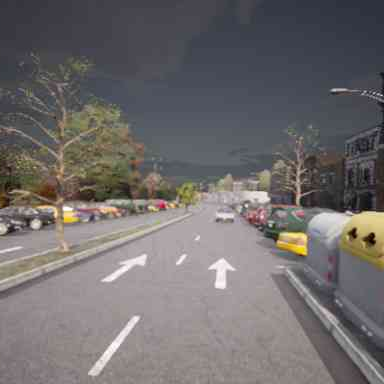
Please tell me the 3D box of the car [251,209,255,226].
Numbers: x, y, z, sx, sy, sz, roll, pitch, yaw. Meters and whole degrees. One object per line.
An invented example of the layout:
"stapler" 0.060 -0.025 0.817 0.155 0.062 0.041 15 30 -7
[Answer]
"car" 6.981 2.255 22.778 5.008 1.535 2.097 3 -1 -14

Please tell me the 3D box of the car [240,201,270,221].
"car" 7.874 2.235 31.752 5.566 2.045 2.435 3 -1 -14

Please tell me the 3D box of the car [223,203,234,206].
"car" 4.878 2.778 49.291 1.882 1.535 5.008 2 -1 6

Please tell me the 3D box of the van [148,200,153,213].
"van" -8.530 2.136 49.399 4.442 1.987 1.878 1 -2 -14

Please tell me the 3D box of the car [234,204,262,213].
"car" 11.391 3.412 67.677 5.008 1.535 2.097 3 -1 -15

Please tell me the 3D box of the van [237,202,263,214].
"van" 10.726 3.028 61.650 4.442 1.987 1.878 3 -1 -15

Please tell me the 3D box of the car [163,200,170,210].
"car" -7.515 2.414 61.200 5.566 2.045 2.435 1 -1 -14

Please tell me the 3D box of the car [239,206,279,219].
"car" 9.368 2.874 46.711 5.008 1.535 2.097 3 -1 -14

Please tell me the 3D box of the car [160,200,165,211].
"car" -7.754 2.620 58.254 4.792 1.488 2.163 1 -2 -14

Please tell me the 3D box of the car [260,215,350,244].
"car" 6.667 2.213 19.769 4.674 1.452 2.002 3 -1 -14

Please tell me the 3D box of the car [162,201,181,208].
"car" -5.494 3.216 87.801 4.553 1.767 2.185 1 -2 -17

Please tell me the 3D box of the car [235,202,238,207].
"car" 9.107 2.547 43.740 5.566 2.045 2.435 3 -2 -14

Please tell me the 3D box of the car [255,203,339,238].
"car" 6.397 1.838 16.789 5.566 2.045 2.435 3 -2 -14

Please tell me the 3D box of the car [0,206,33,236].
"car" -11.732 1.546 18.092 4.892 1.521 2.231 1 -2 -14

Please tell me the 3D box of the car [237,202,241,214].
"car" 8.467 2.389 37.735 5.566 2.045 2.435 3 -1 -14

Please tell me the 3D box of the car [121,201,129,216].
"car" -9.807 2.091 37.515 4.674 1.452 2.002 1 -2 -14

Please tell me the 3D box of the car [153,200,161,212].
"car" -8.176 2.437 52.370 5.366 1.575 1.946 2 -2 -14

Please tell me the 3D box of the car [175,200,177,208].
"car" -6.434 2.971 73.028 5.008 1.535 2.097 1 -1 -15

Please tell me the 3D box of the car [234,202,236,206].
"car" 9.696 2.701 49.718 5.566 2.045 2.435 3 -2 -14

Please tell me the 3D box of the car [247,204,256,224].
"car" 7.561 2.283 28.770 4.553 1.767 2.185 3 -2 -14

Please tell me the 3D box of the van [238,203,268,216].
"van" 10.147 2.874 55.655 4.442 1.987 1.878 3 -1 -14

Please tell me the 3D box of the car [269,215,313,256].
"car" 6.233 2.001 13.811 5.366 1.575 1.946 3 -2 -14

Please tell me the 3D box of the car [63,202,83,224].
"car" -11.234 1.714 24.792 5.366 1.575 1.946 1 -1 -14

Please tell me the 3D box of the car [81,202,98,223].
"car" -10.696 1.840 28.229 4.792 1.488 2.163 1 -2 -14

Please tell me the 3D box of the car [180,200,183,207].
"car" -5.618 3.268 84.846 5.008 1.535 2.097 1 -1 -16

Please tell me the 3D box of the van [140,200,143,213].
"van" -9.106 1.982 43.473 4.442 1.987 1.878 1 -2 -14

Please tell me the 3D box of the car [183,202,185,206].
"car" -5.498 3.407 90.702 5.366 1.575 1.946 1 -1 -17

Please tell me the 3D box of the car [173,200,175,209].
"car" -6.655 2.770 70.084 4.553 1.767 2.185 1 -1 -15

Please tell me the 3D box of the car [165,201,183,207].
"car" -5.164 3.361 93.728 4.553 1.767 2.185 1 -1 -17

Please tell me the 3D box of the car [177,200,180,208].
"car" -6.032 3.149 78.922 4.792 1.488 2.163 1 -1 -16

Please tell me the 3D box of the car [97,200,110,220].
"car" -10.416 1.771 31.590 4.553 1.767 2.185 1 -2 -14

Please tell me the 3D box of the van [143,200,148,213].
"van" -8.818 2.059 46.435 4.442 1.987 1.878 1 -2 -14

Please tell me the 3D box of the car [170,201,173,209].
"car" -6.940 2.820 67.117 4.892 1.521 2.231 1 -1 -15

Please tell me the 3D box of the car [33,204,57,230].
"car" -11.385 1.635 21.467 4.892 1.521 2.231 1 -1 -14

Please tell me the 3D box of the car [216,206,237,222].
"car" 3.647 2.575 36.635 1.895 1.301 4.718 2 -1 6

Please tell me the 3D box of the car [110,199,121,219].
"car" -10.061 1.849 34.559 4.553 1.767 2.185 1 -1 -14

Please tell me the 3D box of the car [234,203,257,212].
"car" 11.869 3.436 73.698 4.553 1.767 2.185 3 -2 -16

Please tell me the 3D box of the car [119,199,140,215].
"car" -9.536 1.876 40.472 5.566 2.045 2.435 1 -1 -14
